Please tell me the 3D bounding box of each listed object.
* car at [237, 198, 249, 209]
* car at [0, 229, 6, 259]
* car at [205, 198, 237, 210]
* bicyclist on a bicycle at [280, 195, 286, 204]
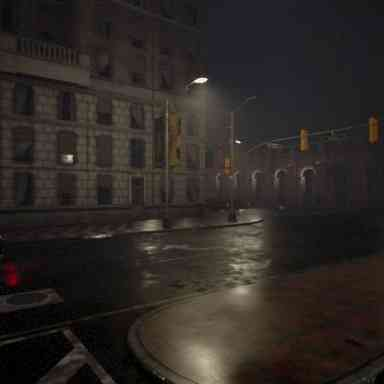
[{"bbox_3d":[5.711,1.526,45.207,1.812,1.442,4.674,0,0,-36],"label":"car"},{"bbox_3d":[-7.529,1.491,8.446,4.902,1.511,2.128,0,0,-35],"label":"car"},{"bbox_3d":[2.966,1.492,43.026,2.128,1.511,4.902,0,0,-36],"label":"car"},{"bbox_3d":[15.449,1.300,56.436,1.656,1.620,0.582,0,0,-36],"label":"bicyclist on a bicycle"}]
